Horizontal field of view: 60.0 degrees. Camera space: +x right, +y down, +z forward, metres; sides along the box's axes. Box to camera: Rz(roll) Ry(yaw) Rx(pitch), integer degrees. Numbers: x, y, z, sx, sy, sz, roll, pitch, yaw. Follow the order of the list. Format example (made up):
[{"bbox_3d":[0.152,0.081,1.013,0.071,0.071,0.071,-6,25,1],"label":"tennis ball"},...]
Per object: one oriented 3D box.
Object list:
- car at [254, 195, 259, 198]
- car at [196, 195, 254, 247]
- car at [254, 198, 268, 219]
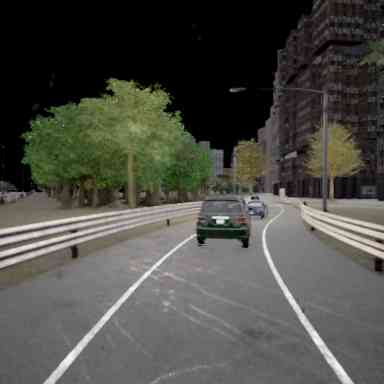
[{"bbox_3d":[15.803,1.442,84.562,1.882,1.535,5.008,0,0,-1],"label":"car"},{"bbox_3d":[1.604,1.228,15.385,2.150,2.045,5.566,0,0,11],"label":"car"},{"bbox_3d":[5.681,1.552,29.710,1.812,1.442,4.674,0,0,19],"label":"car"}]
